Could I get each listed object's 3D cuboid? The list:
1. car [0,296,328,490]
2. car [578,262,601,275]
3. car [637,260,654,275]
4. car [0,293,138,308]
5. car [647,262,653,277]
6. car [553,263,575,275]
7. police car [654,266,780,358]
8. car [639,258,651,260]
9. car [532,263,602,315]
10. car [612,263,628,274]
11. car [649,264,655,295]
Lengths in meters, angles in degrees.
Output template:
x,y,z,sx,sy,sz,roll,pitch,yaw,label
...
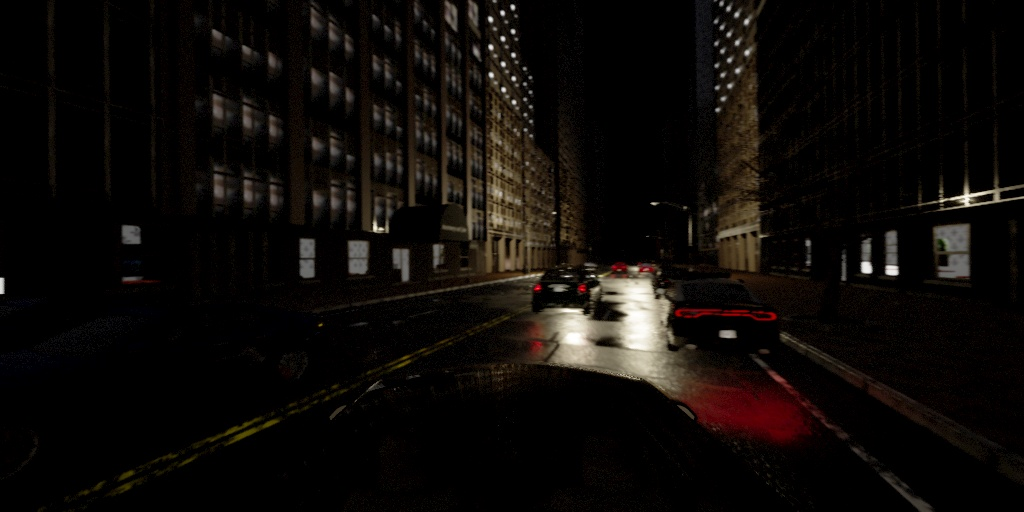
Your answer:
x,y,z,sx,sy,sz,roll,pitch,yaw,label
-4.792,1.360,4.851,1.812,1.442,4.674,-1,-1,20,car
9.845,1.590,45.111,2.128,1.511,4.902,-1,-1,20,car
16.823,1.585,44.945,1.994,1.385,4.181,-1,-1,21,car
-7.846,1.405,5.961,1.812,1.442,4.674,-1,-1,20,car
10.116,1.368,23.706,1.837,1.490,4.892,-1,-1,20,car
6.772,1.648,46.166,1.837,1.490,4.892,-1,-1,20,car
4.690,1.192,8.771,1.930,1.638,5.238,-1,-1,20,police car
20.302,1.318,54.603,2.150,2.045,5.566,-1,-1,20,car
2.358,1.202,14.433,2.097,1.767,4.553,-1,-1,20,car
14.152,1.597,46.898,1.812,1.442,4.674,-1,-1,20,car
8.067,1.331,18.066,1.837,1.490,4.892,-1,-1,20,car
